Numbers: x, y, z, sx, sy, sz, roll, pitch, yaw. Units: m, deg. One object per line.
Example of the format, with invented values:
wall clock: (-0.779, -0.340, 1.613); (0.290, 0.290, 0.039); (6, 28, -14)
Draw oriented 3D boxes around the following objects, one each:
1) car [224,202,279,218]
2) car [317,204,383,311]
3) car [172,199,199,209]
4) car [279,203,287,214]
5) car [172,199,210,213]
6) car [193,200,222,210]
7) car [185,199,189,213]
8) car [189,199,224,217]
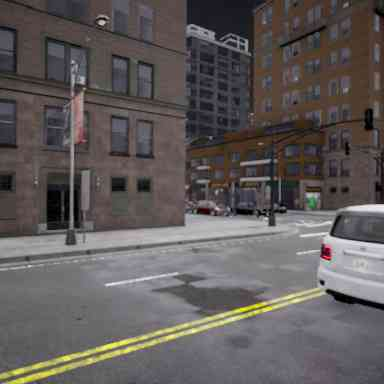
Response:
car: (5.508, 1.713, 31.477); (1.895, 1.301, 4.718); (1, 0, -35)
car: (4.955, 1.265, 6.973); (5.566, 2.045, 2.150); (0, 0, -36)
car: (-1.062, 1.727, 50.298); (1.947, 1.339, 4.313); (1, 0, -35)
car: (8.473, 1.727, 36.792); (1.947, 1.339, 4.313); (1, 0, -35)
car: (-0.222, 1.601, 39.596); (2.128, 1.511, 4.902); (1, 0, -35)
car: (2.116, 1.742, 45.797); (1.802, 1.307, 4.206); (1, 0, -35)
car: (-1.260, 1.527, 36.667); (1.967, 1.590, 4.097); (1, 0, -35)
car: (1.918, 1.528, 32.165); (1.967, 1.590, 4.097); (1, 0, -35)
